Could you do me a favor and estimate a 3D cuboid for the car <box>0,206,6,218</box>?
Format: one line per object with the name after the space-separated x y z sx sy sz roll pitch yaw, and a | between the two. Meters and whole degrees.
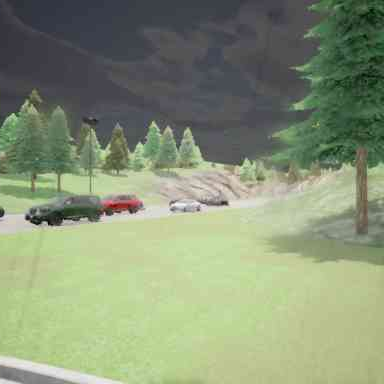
-16.342 1.505 24.372 1.837 1.490 4.892 0 0 31 | car

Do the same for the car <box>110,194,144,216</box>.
-7.497 1.221 32.391 2.150 2.045 5.566 0 0 31 | car

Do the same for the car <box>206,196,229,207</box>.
4.003 1.349 51.527 2.097 1.767 4.553 0 0 31 | car

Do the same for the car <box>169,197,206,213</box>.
-0.646 1.525 37.034 1.812 1.442 4.674 0 0 31 | car

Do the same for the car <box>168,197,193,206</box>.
-1.890 1.533 55.307 1.812 1.442 4.674 0 0 31 | car

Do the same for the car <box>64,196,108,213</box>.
-12.147 1.352 38.258 2.097 1.767 4.553 0 0 31 | car

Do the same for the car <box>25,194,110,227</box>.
-8.754 1.220 23.433 2.150 2.045 5.566 0 0 31 | car

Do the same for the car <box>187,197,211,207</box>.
1.164 1.565 53.593 1.994 1.385 4.181 0 0 31 | car

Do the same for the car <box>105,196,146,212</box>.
-7.692 1.353 38.895 2.097 1.767 4.553 0 0 31 | car
